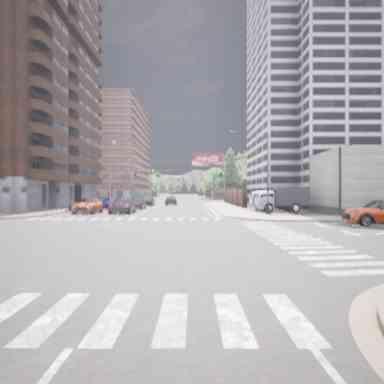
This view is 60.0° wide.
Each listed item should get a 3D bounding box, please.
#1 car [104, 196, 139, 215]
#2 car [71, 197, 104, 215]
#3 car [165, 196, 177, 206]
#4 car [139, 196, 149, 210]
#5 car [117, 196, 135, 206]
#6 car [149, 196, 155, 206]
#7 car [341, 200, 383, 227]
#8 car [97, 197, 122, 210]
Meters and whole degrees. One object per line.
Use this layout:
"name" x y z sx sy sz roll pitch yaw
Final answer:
"car" -7.092 1.334 33.935 2.097 1.767 4.553 0 0 0
"car" -10.617 1.334 33.940 2.097 1.767 4.553 0 0 0
"car" -3.449 1.475 55.603 1.837 1.490 4.892 0 0 0
"car" -7.125 1.482 43.068 1.837 1.490 4.892 0 0 0
"car" -10.603 1.449 53.629 1.882 1.535 5.008 0 0 0
"car" -7.109 1.449 53.115 1.882 1.535 5.008 0 0 0
"car" 12.076 1.285 21.360 4.553 1.767 2.097 0 0 0
"car" -10.623 1.455 43.165 1.882 1.535 5.008 0 0 0
